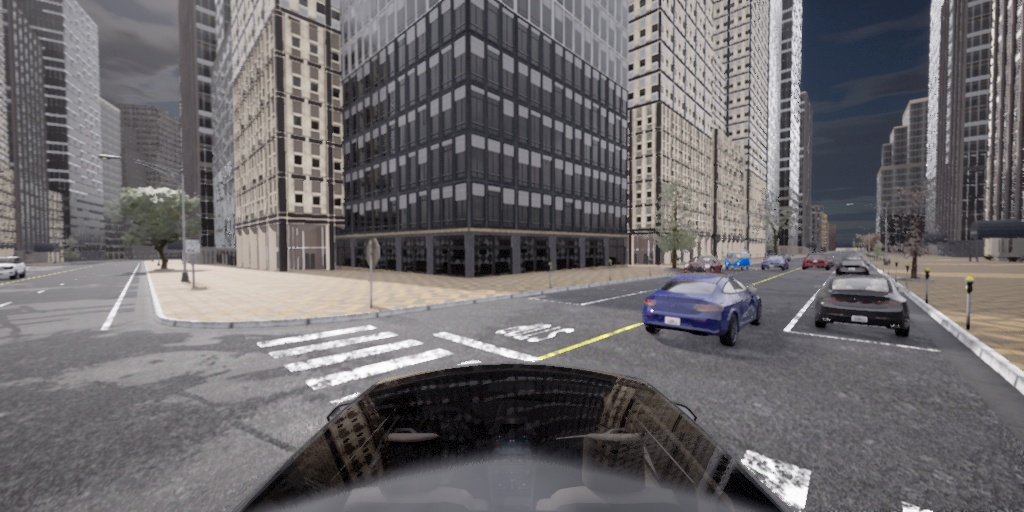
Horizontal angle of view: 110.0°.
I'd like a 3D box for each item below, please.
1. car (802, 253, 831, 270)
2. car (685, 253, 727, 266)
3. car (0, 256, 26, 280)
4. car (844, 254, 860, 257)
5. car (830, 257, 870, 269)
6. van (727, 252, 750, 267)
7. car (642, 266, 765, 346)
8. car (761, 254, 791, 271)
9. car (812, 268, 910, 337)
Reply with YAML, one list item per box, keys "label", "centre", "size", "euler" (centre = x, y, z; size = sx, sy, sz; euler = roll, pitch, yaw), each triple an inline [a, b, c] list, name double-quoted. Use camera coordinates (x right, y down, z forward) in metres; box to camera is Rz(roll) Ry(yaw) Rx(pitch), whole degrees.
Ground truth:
- label: "car"
  centre: [31.286, 0.512, 36.774]
  size: [2.097, 1.767, 4.553]
  euler: [1, 2, 44]
- label: "car"
  centre: [14.916, 0.721, 27.926]
  size: [1.967, 1.591, 4.097]
  euler: [0, 0, 43]
- label: "car"
  centre: [-45.552, 1.066, 31.953]
  size: [5.566, 2.045, 2.150]
  euler: [0, 1, 44]
- label: "car"
  centre: [36.522, 0.705, 38.531]
  size: [1.948, 1.339, 4.313]
  euler: [0, 0, 43]
- label: "car"
  centre: [24.874, 0.913, 26.248]
  size: [1.948, 1.339, 4.313]
  euler: [0, 0, 43]
- label: "van"
  centre: [22.679, 0.485, 36.113]
  size: [1.690, 1.789, 3.998]
  euler: [0, 0, 43]
- label: "car"
  centre: [4.894, 1.148, 9.070]
  size: [1.812, 1.442, 4.674]
  euler: [1, 2, 43]
- label: "car"
  centre: [26.957, 0.671, 36.696]
  size: [1.812, 1.442, 4.674]
  euler: [1, 2, 43]
- label: "car"
  centre: [9.440, 1.174, 9.784]
  size: [2.007, 1.370, 4.403]
  euler: [0, 0, 43]
